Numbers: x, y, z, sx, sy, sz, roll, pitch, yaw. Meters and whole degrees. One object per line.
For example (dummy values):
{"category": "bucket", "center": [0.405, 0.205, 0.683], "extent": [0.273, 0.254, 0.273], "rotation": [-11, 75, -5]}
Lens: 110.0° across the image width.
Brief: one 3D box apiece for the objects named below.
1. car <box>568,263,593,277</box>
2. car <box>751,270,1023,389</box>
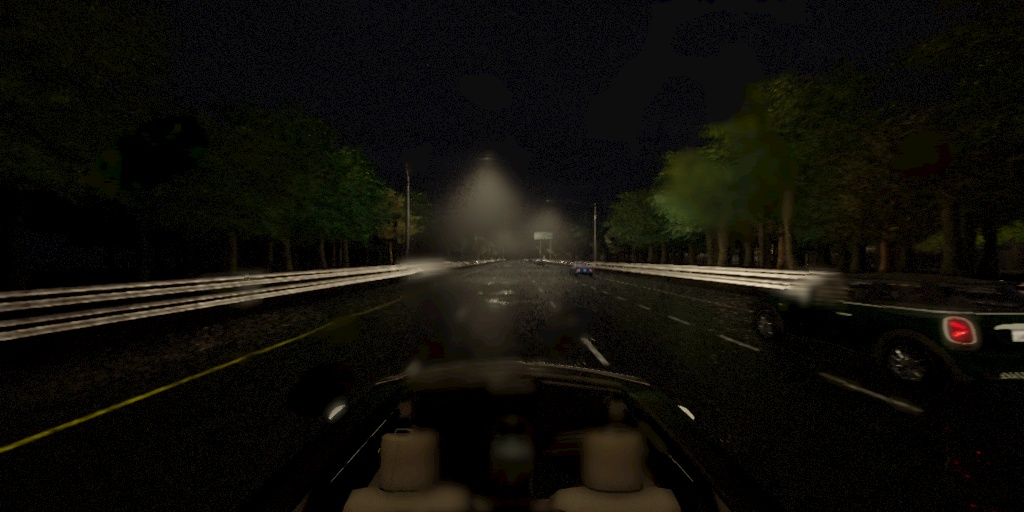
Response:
{"category": "car", "center": [7.041, 1.450, 37.204], "extent": [2.033, 1.411, 5.357], "rotation": [0, 0, 0]}
{"category": "car", "center": [6.997, 1.113, 7.031], "extent": [2.097, 1.767, 4.553], "rotation": [0, 0, 0]}
